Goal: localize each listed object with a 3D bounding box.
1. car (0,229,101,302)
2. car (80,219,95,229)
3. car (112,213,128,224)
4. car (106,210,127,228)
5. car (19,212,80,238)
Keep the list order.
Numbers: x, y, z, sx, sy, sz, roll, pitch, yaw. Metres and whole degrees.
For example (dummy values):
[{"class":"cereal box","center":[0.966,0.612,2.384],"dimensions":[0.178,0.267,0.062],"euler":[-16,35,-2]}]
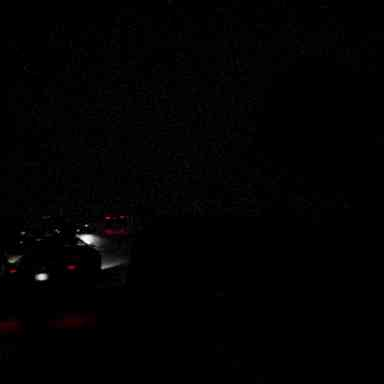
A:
[{"class":"car","center":[-3.837,2.039,9.710],"dimensions":[1.994,1.385,4.181],"euler":[-2,-2,-10]},{"class":"car","center":[-10.553,3.231,31.903],"dimensions":[1.895,1.301,4.718],"euler":[-2,-2,-10]},{"class":"car","center":[-10.724,3.924,49.540],"dimensions":[2.033,1.411,5.357],"euler":[-2,-2,-10]},{"class":"car","center":[-8.868,3.091,39.018],"dimensions":[2.150,2.045,5.566],"euler":[-2,-2,-10]},{"class":"car","center":[-8.549,2.292,20.181],"dimensions":[2.150,2.045,5.566],"euler":[-2,-3,-10]}]
